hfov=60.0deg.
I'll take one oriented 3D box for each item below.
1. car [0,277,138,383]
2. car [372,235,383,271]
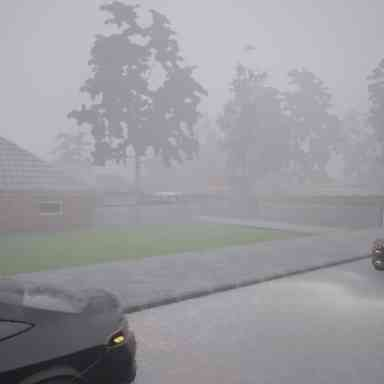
[{"bbox_3d":[-2.723,1.526,2.645,4.674,1.442,1.812,0,0,-36],"label":"car"},{"bbox_3d":[7.196,1.472,9.731,5.008,1.535,1.882,0,0,-36],"label":"car"}]
